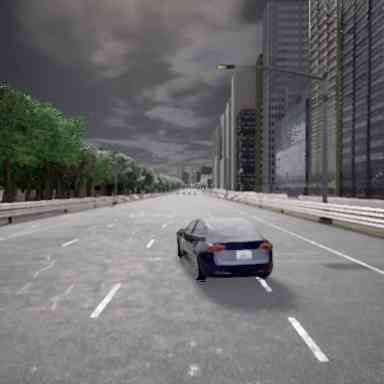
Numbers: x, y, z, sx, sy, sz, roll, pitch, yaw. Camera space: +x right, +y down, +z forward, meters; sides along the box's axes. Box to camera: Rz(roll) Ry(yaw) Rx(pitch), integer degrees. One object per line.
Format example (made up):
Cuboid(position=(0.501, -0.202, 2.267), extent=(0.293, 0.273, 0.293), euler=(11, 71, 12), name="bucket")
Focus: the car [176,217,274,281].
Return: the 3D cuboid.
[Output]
Cuboid(position=(0.748, 1.461, 9.882), extent=(2.163, 1.488, 4.792), euler=(0, 0, -11), name="car")
